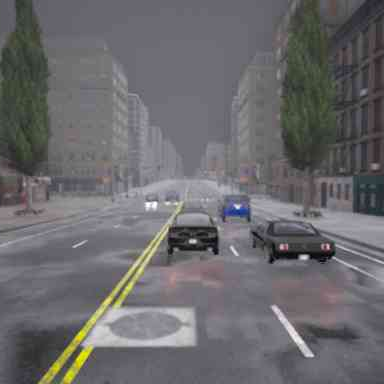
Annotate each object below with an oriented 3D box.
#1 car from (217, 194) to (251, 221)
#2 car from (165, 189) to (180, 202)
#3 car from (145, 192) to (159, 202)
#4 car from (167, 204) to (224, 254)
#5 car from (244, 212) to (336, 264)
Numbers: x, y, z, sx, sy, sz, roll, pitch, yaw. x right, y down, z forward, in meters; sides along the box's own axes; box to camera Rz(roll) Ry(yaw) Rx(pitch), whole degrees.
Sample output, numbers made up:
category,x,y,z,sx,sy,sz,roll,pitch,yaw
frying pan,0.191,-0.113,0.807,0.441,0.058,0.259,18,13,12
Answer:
category,x,y,z,sx,sy,sz,roll,pitch,yaw
car,3.287,1.156,26.366,2.150,2.045,5.566,0,1,1
car,-3.281,0.534,56.390,2.150,2.045,5.566,0,1,0
car,-6.544,0.839,55.138,2.128,1.511,4.902,0,2,1
car,0.055,1.499,13.674,1.882,1.535,5.008,0,0,0
car,3.292,1.626,11.939,1.895,1.301,4.718,0,0,1
